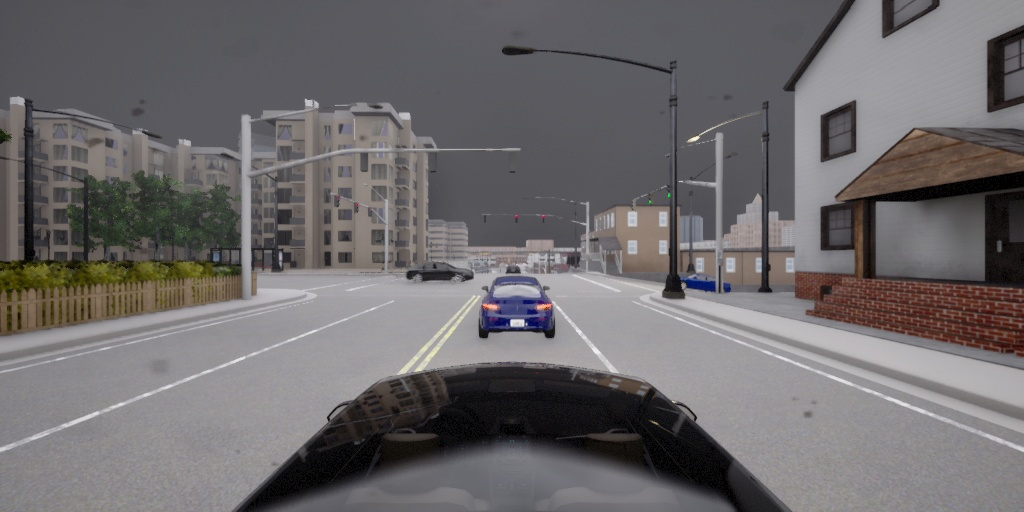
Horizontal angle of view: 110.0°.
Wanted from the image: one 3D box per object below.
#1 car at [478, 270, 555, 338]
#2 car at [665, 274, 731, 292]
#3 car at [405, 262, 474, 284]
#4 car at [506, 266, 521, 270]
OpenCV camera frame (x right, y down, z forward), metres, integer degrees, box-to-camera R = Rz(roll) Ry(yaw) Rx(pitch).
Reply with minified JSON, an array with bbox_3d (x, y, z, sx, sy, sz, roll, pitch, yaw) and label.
[{"bbox_3d":[0.110,1.273,10.013,1.812,1.442,4.674,0,0,0],"label":"car"},{"bbox_3d":[15.379,2.202,29.697,5.008,1.535,1.882,9,0,1],"label":"car"},{"bbox_3d":[-5.273,1.214,26.287,4.892,1.490,1.837,0,0,1],"label":"car"},{"bbox_3d":[0.181,2.178,50.564,1.882,1.535,5.008,0,-8,0],"label":"car"}]
